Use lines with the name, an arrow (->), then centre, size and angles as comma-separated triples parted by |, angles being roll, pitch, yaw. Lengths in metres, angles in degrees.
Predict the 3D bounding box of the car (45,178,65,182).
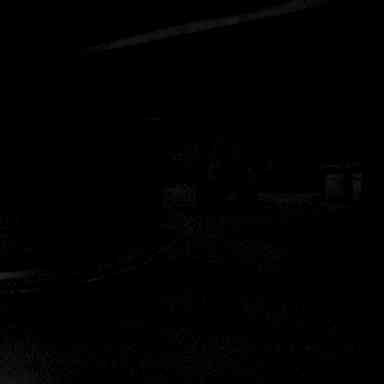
car -> -27.675, -1.798, 65.772 | 3.866, 1.878, 1.905 | 3, 2, 35

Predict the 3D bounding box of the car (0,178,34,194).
car -> -22.567, -0.847, 42.771 | 4.605, 1.855, 1.932 | 3, 2, 35

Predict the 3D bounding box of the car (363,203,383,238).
car -> 9.521, 1.323, 15.688 | 2.242, 1.667, 4.611 | 3, 2, 35

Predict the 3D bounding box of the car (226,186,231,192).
car -> 5.737, -0.747, 68.660 | 4.514, 1.523, 2.007 | 3, 2, 35

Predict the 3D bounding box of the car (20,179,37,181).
car -> -18.005, -0.498, 35.575 | 3.866, 1.878, 1.905 | 3, 2, 35

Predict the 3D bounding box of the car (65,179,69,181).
car -> -26.348, -1.832, 68.389 | 4.605, 1.855, 1.932 | 3, 2, 35
